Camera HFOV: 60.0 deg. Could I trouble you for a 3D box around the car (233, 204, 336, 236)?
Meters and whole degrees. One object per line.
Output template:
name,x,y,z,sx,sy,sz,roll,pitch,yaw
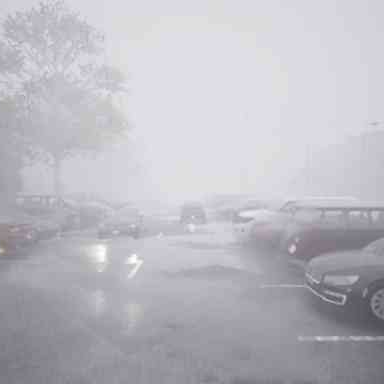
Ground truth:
car,4.740,1.448,17.691,4.892,1.521,2.231,0,0,0

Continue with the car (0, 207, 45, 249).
car,-8.334,1.458,11.954,5.008,1.535,2.097,0,0,0

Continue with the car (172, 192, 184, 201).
car,-3.313,1.261,85.386,2.150,2.045,5.566,0,0,0

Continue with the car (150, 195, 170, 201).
car,-8.586,1.496,89.861,5.366,1.575,1.946,0,0,0

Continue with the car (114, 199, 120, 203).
car,-8.348,1.485,25.755,4.674,1.452,2.002,0,0,0

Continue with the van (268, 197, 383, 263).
van,4.626,1.236,9.276,4.442,1.987,1.878,0,0,0

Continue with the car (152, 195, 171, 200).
car,-8.398,1.487,92.638,5.008,1.535,2.097,0,0,0

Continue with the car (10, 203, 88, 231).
car,-8.373,1.478,17.524,4.792,1.488,2.163,0,0,0

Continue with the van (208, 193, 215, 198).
van,4.830,1.245,45.717,4.442,1.987,1.878,0,0,0

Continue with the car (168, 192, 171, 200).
car,-8.421,1.269,78.754,5.566,2.045,2.435,0,0,0

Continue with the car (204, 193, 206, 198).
car,4.738,1.358,54.126,4.553,1.767,2.185,0,0,0

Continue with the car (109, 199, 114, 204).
car,-8.343,1.445,23.094,5.008,1.535,2.097,0,0,0

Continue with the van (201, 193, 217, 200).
van,4.561,1.270,90.575,4.442,1.987,1.878,0,0,0

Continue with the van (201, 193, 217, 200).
van,4.792,1.257,93.377,4.442,1.987,1.878,0,0,0

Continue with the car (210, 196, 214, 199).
car,4.749,1.488,37.307,4.792,1.488,2.163,0,0,0

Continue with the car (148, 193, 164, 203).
car,-8.192,1.489,59.324,5.366,1.575,1.946,0,0,0

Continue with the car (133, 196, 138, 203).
car,-8.326,1.200,31.325,5.566,2.045,2.435,0,0,0

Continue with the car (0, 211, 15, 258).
car,-8.152,1.460,9.168,5.366,1.575,1.946,0,0,0

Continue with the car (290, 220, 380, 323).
car,4.749,1.468,6.474,4.892,1.521,2.231,0,0,0

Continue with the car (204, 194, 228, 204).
car,4.667,1.374,65.340,4.553,1.767,2.185,0,0,0

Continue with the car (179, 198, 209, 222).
car,0.068,1.470,25.583,1.837,1.490,4.892,0,0,0

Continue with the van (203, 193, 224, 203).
van,4.577,1.282,70.946,4.442,1.987,1.878,0,0,0

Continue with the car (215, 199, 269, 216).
car,4.695,1.480,31.700,4.792,1.488,2.163,0,0,0

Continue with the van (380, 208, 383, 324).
van,4.860,1.246,3.669,4.442,1.987,1.878,0,0,0

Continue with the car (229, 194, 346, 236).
car,4.710,1.201,14.883,5.566,2.045,2.435,0,0,0

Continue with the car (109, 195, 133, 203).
car,-8.324,1.196,28.663,5.566,2.045,2.435,0,0,0

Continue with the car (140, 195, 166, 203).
car,-8.574,1.509,73.203,5.366,1.575,1.946,0,0,0

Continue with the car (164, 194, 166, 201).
car,-8.355,1.533,67.652,4.792,1.488,2.163,0,0,0

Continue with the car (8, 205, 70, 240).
car,-8.312,1.483,14.739,4.792,1.488,2.163,0,0,0

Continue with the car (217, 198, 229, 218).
car,4.734,1.444,26.097,5.008,1.535,2.097,0,0,0

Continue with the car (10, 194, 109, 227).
car,-8.318,1.194,20.307,5.566,2.045,2.435,0,0,0

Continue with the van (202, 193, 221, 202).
van,4.570,1.294,79.354,4.442,1.987,1.878,0,0,0

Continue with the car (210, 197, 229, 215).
car,4.541,1.444,28.897,5.366,1.575,1.946,0,0,0

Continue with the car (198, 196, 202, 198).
car,0.067,1.588,42.913,1.895,1.301,4.718,0,0,0

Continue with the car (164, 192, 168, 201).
car,-8.415,1.257,70.427,5.566,2.045,2.435,0,0,0

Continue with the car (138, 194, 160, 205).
car,-8.381,1.489,56.548,4.892,1.521,2.231,0,0,0

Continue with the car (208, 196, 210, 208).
car,4.747,1.492,40.110,4.792,1.488,2.163,0,0,0

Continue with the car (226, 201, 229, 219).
car,4.763,1.474,20.489,4.792,1.488,2.163,0,0,0

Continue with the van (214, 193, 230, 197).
van,4.839,1.229,34.504,4.442,1.987,1.878,0,0,0

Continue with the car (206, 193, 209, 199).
car,4.680,1.350,48.520,4.553,1.767,2.185,0,0,0

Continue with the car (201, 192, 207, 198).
car,4.733,1.236,56.930,5.566,2.045,2.435,0,0,0

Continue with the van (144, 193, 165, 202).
van,-8.507,1.290,75.978,4.442,1.987,1.878,0,0,0

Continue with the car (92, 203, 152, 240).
car,-3.340,1.495,16.861,1.812,1.442,4.674,0,0,0

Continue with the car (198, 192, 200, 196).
car,4.717,1.265,76.554,5.566,2.045,2.435,0,0,0

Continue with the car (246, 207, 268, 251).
car,4.745,1.457,12.080,5.008,1.535,2.097,0,0,0
